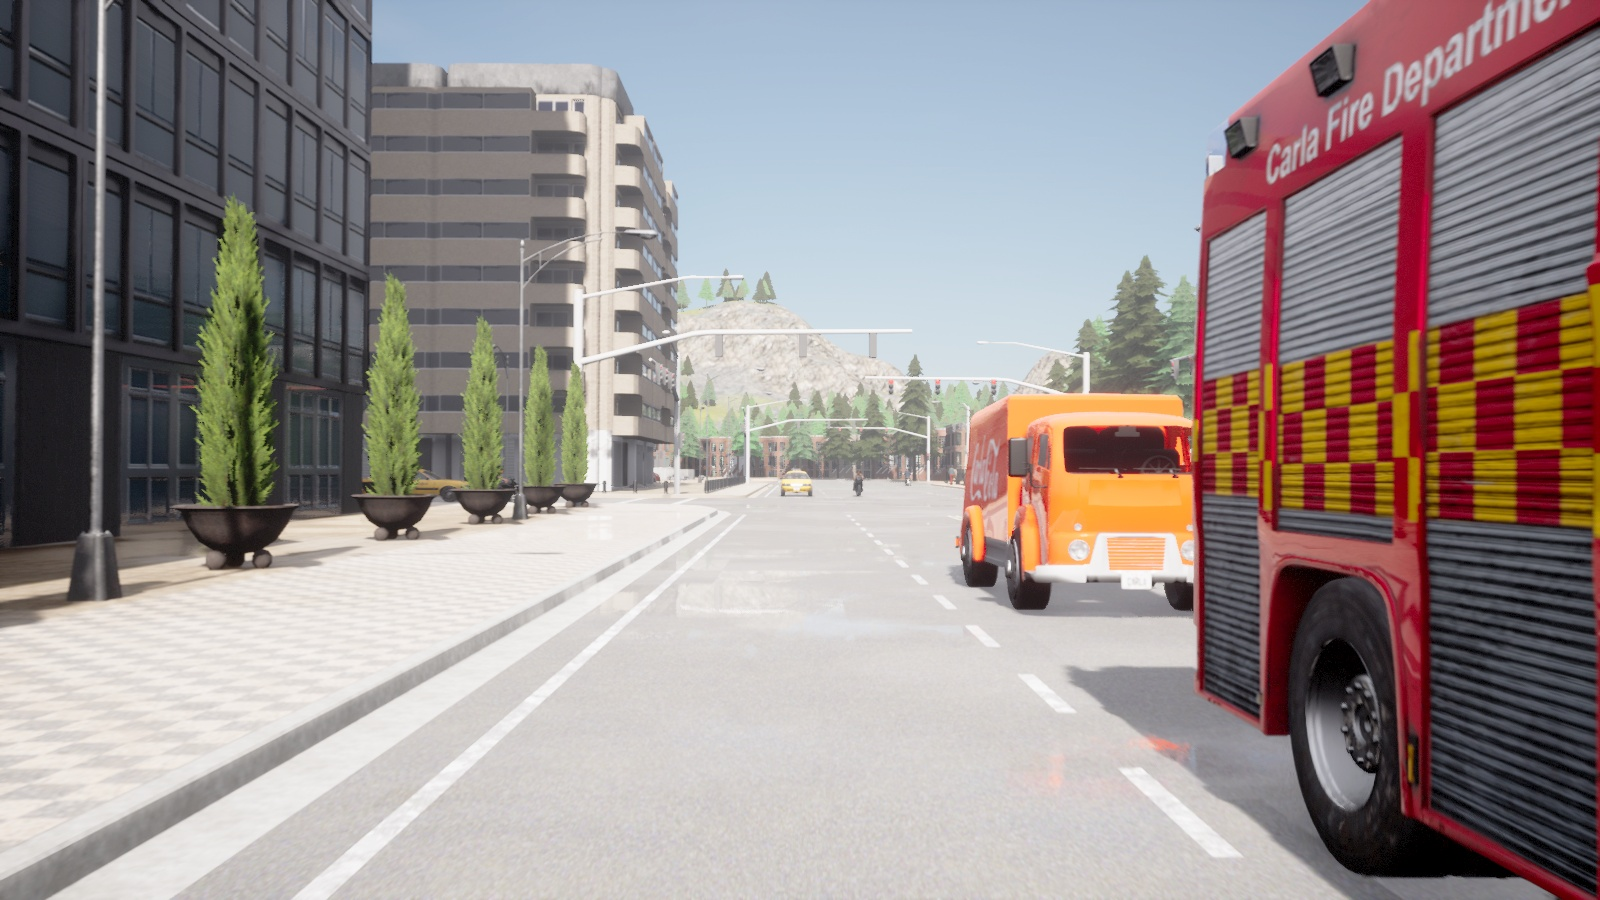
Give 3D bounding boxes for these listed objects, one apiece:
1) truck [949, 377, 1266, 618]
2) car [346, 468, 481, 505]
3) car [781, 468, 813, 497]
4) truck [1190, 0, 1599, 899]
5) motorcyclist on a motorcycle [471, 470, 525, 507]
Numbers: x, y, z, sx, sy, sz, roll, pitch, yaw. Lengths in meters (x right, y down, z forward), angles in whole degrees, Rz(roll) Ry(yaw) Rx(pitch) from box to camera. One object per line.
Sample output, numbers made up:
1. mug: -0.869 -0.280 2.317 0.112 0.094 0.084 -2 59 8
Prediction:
1. truck: 3.465 0.559 15.504 2.627 2.467 5.204 0 -2 0
2. car: -16.918 1.602 55.144 5.366 1.575 1.801 0 -1 0
3. car: -0.177 1.850 72.343 1.801 1.575 5.366 0 -1 0
4. truck: 3.490 -0.332 2.257 2.891 3.827 8.468 0 -1 0
5. motorcyclist on a motorcycle: -12.412 1.573 51.630 2.044 1.523 0.797 0 -1 0
